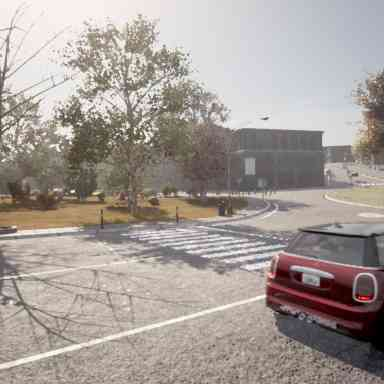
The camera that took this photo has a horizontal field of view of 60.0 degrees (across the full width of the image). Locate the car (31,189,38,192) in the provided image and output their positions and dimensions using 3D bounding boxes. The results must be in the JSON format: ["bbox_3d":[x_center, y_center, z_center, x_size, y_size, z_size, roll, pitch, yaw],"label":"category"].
[{"bbox_3d":[-33.330,0.102,74.536,2.185,1.767,4.553,0,2,18],"label":"car"}]

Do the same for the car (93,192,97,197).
[{"bbox_3d":[-16.879,0.287,61.662,1.946,1.575,5.366,-1,2,17],"label":"car"}]

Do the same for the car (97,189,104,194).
[{"bbox_3d":[-14.467,0.125,60.034,2.185,1.767,4.553,-2,2,16],"label":"car"}]

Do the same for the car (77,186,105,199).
[{"bbox_3d":[-19.216,0.054,63.657,2.435,2.045,5.566,-2,2,17],"label":"car"}]

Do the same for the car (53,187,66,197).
[{"bbox_3d":[-26.308,0.062,69.023,2.435,2.045,5.566,0,2,18],"label":"car"}]

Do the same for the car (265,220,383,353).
[{"bbox_3d":[3.524,1.334,6.259,4.553,1.767,2.097,0,0,-36],"label":"car"}]

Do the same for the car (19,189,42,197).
[{"bbox_3d":[-37.946,0.151,78.285,2.097,1.535,5.008,0,3,19],"label":"car"}]

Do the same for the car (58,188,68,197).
[{"bbox_3d":[-23.947,0.351,67.215,2.163,1.488,4.792,-1,2,17],"label":"car"}]

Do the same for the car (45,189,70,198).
[{"bbox_3d":[-28.652,0.294,70.883,2.231,1.521,4.892,-1,2,18],"label":"car"}]
